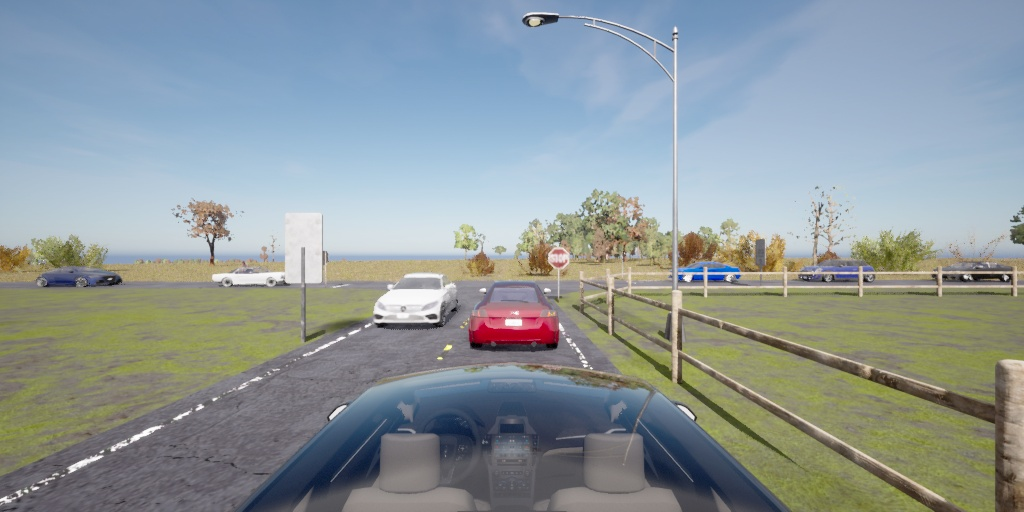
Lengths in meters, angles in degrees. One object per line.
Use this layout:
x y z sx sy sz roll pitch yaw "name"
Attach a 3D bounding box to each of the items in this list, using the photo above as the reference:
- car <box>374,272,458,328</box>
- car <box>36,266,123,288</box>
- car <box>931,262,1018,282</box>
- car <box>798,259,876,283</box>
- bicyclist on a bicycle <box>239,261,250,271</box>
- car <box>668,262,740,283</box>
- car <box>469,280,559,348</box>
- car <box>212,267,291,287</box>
-2.843 1.275 11.553 1.812 1.442 4.674 0 0 -1 "car"
-29.312 1.392 24.378 4.181 1.385 1.994 0 0 0 "car"
34.575 1.167 26.924 4.902 1.511 2.128 0 0 1 "car"
24.317 1.041 26.991 4.553 1.767 2.097 0 0 0 "car"
-22.561 1.261 30.307 0.582 1.620 1.656 0 0 0 "bicyclist on a bicycle"
14.406 1.187 27.057 5.008 1.535 1.882 0 0 0 "car"
0.077 1.314 9.258 1.994 1.385 4.181 0 0 1 "car"
-17.250 1.395 24.301 4.718 1.301 1.895 0 0 0 "car"
